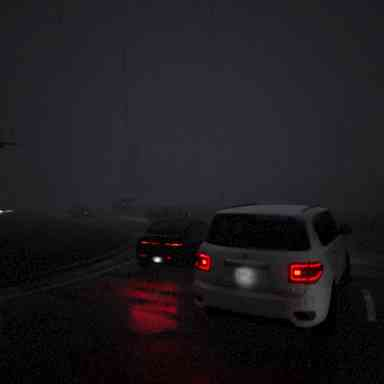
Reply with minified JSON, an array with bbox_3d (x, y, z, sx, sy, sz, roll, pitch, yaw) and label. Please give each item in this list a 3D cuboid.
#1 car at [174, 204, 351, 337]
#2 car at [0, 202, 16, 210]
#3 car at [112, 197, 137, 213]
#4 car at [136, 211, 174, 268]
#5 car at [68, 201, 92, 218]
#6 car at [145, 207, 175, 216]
[{"bbox_3d":[2.027,1.277,7.123,2.150,2.045,5.566,0,0,28],"label":"car"},{"bbox_3d":[-32.351,2.482,58.524,1.895,1.301,4.718,0,-1,-21],"label":"car"},{"bbox_3d":[-9.271,1.758,45.398,2.150,2.045,5.566,0,-1,-29],"label":"car"},{"bbox_3d":[-0.286,1.625,11.479,1.837,1.490,4.892,1,0,16],"label":"car"},{"bbox_3d":[-12.386,2.008,36.825,1.812,1.442,4.674,0,-1,-32],"label":"car"},{"bbox_3d":[-2.087,1.899,27.906,1.895,1.301,4.718,0,-1,-37],"label":"car"}]
